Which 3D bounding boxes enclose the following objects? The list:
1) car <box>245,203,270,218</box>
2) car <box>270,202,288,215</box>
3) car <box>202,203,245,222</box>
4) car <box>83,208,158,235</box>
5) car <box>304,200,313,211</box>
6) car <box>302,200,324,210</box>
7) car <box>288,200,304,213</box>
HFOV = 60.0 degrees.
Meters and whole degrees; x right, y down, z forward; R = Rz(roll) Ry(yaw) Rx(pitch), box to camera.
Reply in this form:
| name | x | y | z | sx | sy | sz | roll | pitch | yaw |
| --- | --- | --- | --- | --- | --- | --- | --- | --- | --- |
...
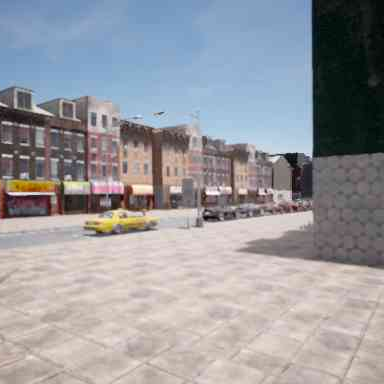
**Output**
| name | x | y | z | sx | sy | sz | roll | pitch | yaw |
| --- | --- | --- | --- | --- | --- | --- | --- | --- | --- |
| car | 5.690 | 1.786 | 33.089 | 2.008 | 1.369 | 4.403 | -1 | -1 | 35 |
| car | 8.951 | 1.864 | 37.673 | 1.802 | 1.307 | 4.206 | -1 | -1 | 35 |
| car | 2.430 | 1.758 | 28.504 | 1.947 | 1.339 | 4.313 | -1 | -1 | 35 |
| car | -3.993 | 1.641 | 19.474 | 1.752 | 1.417 | 4.829 | -1 | -1 | 35 |
| car | 15.471 | 1.826 | 46.844 | 1.967 | 1.590 | 4.097 | -1 | -1 | 35 |
| car | 18.733 | 1.994 | 51.426 | 2.008 | 1.369 | 4.403 | -1 | -1 | 35 |
| car | 12.211 | 1.877 | 42.257 | 1.887 | 1.381 | 4.507 | -1 | -1 | 35 |
